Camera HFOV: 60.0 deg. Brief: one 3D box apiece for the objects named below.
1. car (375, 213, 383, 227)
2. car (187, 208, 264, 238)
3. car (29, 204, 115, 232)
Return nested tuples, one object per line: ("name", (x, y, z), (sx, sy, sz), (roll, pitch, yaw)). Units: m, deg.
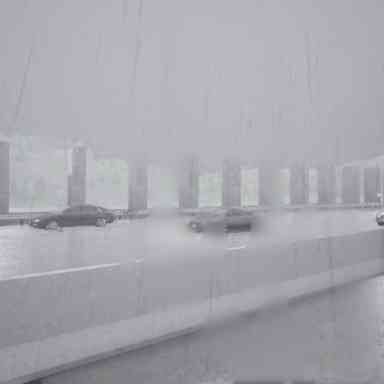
("car", (13.842, 1.601, 21.333), (4.718, 1.301, 1.895), (0, 0, -32))
("car", (1.827, 1.564, 17.811), (4.181, 1.385, 1.994), (0, 0, -33))
("car", (-7.177, 1.504, 20.227), (4.892, 1.490, 1.837), (0, 0, -34))
